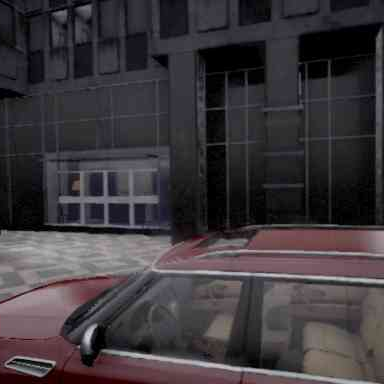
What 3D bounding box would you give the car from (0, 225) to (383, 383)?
[{"bbox_3d":[0.476,1.229,2.590,5.009,1.841,2.192,0,2,18],"label":"car"}]
